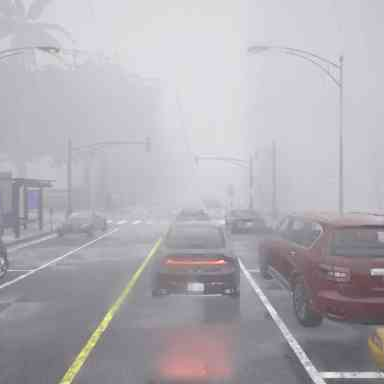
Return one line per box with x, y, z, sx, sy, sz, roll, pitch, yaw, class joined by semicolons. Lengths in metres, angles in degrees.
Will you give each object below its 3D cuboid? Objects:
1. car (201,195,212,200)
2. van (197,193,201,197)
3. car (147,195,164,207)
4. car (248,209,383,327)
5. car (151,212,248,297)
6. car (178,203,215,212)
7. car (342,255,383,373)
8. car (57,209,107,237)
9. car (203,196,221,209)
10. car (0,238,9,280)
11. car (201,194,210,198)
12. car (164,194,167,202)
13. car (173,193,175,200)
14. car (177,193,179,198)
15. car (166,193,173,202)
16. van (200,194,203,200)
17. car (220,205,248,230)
2.820;1.541;49.668;1.947;1.339;4.313;0;0;0;car
2.859;1.278;82.190;1.690;1.788;3.998;0;0;0;van
-5.706;1.526;49.698;2.008;1.369;4.403;0;0;0;car
2.767;1.314;6.960;2.192;1.841;5.009;0;0;0;car
0.086;1.503;8.542;1.837;1.490;4.892;0;0;0;car
0.024;1.559;18.571;1.994;1.385;4.181;0;0;0;car
2.762;1.525;1.705;1.752;1.417;4.829;0;0;0;car
-5.744;1.577;17.839;1.802;1.307;4.206;0;0;0;car
2.813;1.545;44.248;1.947;1.339;4.313;0;0;0;car
-5.758;1.439;6.987;1.967;1.590;4.097;0;0;0;car
2.827;1.496;55.259;1.752;1.417;4.829;0;0;0;car
-5.699;1.411;55.118;1.967;1.590;4.097;0;0;0;car
-5.674;1.260;76.800;2.192;1.841;5.009;0;0;0;car
-5.654;1.234;93.061;2.192;1.841;5.009;0;0;0;car
-5.680;1.392;71.379;1.967;1.590;4.097;0;0;0;car
2.832;1.306;60.509;1.690;1.788;3.998;0;0;0;van
2.781;1.561;17.811;1.947;1.339;4.313;0;0;0;car
